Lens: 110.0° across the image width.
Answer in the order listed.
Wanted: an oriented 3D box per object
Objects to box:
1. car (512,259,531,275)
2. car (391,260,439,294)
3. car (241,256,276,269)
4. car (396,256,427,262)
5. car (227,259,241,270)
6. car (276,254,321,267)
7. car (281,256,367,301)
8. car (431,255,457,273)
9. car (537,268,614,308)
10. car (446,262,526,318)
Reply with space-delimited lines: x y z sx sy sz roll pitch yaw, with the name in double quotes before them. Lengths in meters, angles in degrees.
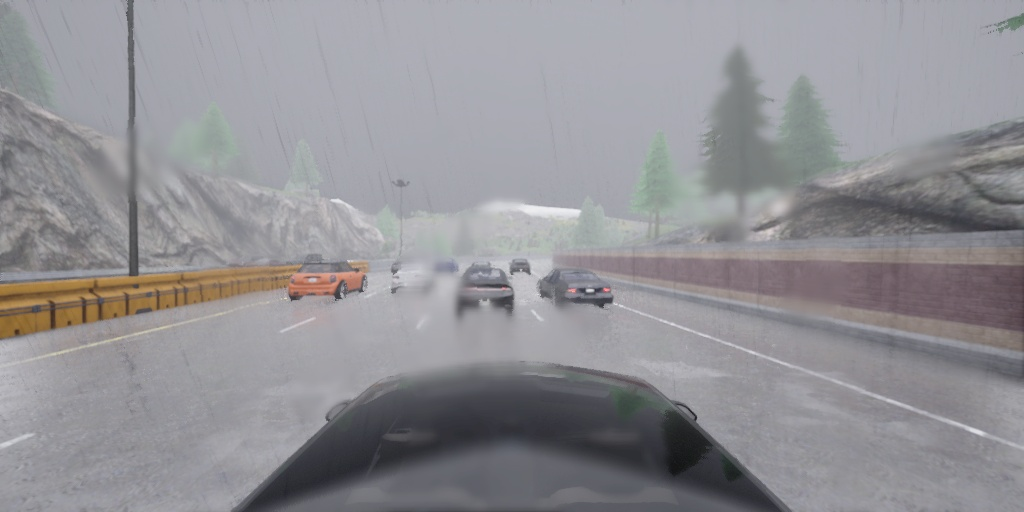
"car" 0.742 1.002 34.465 1.837 1.490 4.892 0 0 -2
"car" -5.224 1.157 19.402 1.812 1.442 4.674 0 0 -6
"car" -27.418 1.070 40.182 1.812 1.442 4.674 0 0 1
"car" -9.719 1.031 33.238 2.128 1.511 4.902 0 0 -2
"car" -30.848 0.892 42.140 2.097 1.767 4.553 0 1 2
"car" -23.924 0.746 41.231 2.150 2.045 5.566 0 1 2
"car" -8.483 1.013 16.943 2.097 1.767 4.553 0 0 -6
"car" -6.274 0.992 35.150 1.882 1.535 5.008 0 0 -1
"car" 2.339 1.192 14.507 2.033 1.411 5.357 0 0 -6
"car" -0.988 1.162 12.674 2.128 1.511 4.902 0 1 -6
